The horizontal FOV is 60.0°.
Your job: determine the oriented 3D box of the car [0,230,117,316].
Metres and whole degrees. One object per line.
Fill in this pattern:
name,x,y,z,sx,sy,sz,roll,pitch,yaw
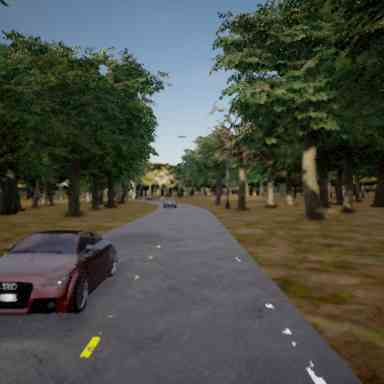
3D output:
car,-3.050,1.578,7.543,1.994,1.385,4.181,0,0,0

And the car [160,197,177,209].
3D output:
car,-3.349,1.646,51.095,2.097,1.767,4.553,0,-1,-3
